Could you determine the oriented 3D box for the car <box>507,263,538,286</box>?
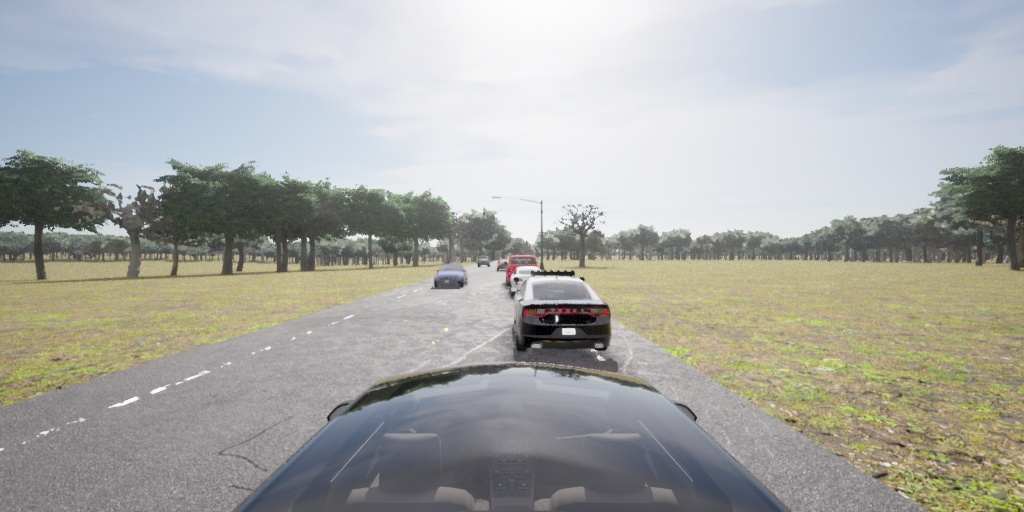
[{"bbox_3d":[0.836,1.273,19.041,1.812,1.442,4.674,0,0,-1],"label":"car"}]

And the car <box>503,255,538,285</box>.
[{"bbox_3d":[0.666,0.970,25.087,2.150,2.045,5.566,0,0,-2],"label":"car"}]

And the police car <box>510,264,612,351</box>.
[{"bbox_3d":[1.009,1.173,9.114,1.930,1.638,5.238,0,0,-1],"label":"police car"}]

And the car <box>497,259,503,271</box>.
[{"bbox_3d":[-1.074,1.284,49.196,1.812,1.442,4.674,0,0,-1],"label":"car"}]

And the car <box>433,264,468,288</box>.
[{"bbox_3d":[-3.963,1.274,23.848,1.812,1.442,4.674,0,0,-1],"label":"car"}]
